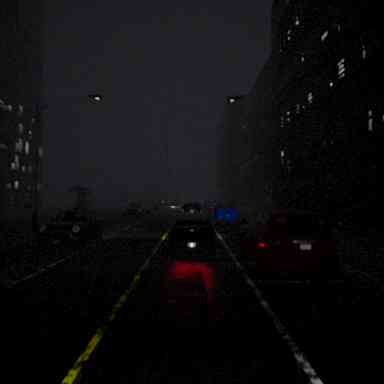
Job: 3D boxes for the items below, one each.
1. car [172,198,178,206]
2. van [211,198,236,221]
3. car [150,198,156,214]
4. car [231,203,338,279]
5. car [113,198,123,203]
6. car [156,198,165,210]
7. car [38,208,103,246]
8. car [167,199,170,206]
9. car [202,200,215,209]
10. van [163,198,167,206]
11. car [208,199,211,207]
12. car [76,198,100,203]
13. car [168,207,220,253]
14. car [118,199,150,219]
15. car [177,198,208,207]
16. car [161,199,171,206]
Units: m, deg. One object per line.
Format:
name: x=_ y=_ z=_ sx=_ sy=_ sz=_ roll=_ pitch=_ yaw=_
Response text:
car: x=-2.992 y=1.948 z=68.052 sx=2.097 sy=1.767 sz=4.553 roll=0 pitch=0 yaw=0
van: x=2.708 y=1.594 z=27.245 sx=1.690 sy=1.788 sz=3.998 roll=1 pitch=-1 yaw=0
car: x=-5.638 y=1.792 z=38.506 sx=1.967 sy=1.590 sz=4.097 roll=1 pitch=0 yaw=0
car: x=2.705 y=1.413 z=10.307 sx=2.192 sy=1.841 sz=5.009 roll=1 pitch=-1 yaw=0
car: x=-19.701 y=2.482 z=92.693 sx=4.403 sy=1.369 sz=2.008 roll=0 pitch=-1 yaw=1
car: x=-5.638 y=1.992 z=49.796 sx=1.887 sy=1.381 sz=4.507 roll=1 pitch=0 yaw=0
car: x=-5.679 y=1.590 z=15.923 sx=1.967 sy=1.590 sz=4.097 roll=1 pitch=-1 yaw=0
car: x=-5.633 y=2.023 z=66.734 sx=1.967 sy=1.590 sz=4.097 roll=1 pitch=0 yaw=0
car: x=2.711 y=2.059 z=55.473 sx=1.947 sy=1.339 sz=4.313 roll=1 pitch=0 yaw=0
van: x=-5.634 y=1.834 z=55.443 sx=1.690 sy=1.788 sz=3.998 roll=1 pitch=0 yaw=0
car: x=2.708 y=1.897 z=38.537 sx=1.887 sy=1.381 sz=4.507 roll=1 pitch=0 yaw=0
car: x=-26.362 y=2.210 z=84.150 sx=4.097 sy=1.590 sz=1.967 roll=0 pitch=-1 yaw=1
car: x=0.007 y=1.644 z=14.322 sx=1.837 sy=1.490 sz=4.892 roll=0 pitch=0 yaw=0
car: x=-5.646 y=1.743 z=32.860 sx=1.967 sy=1.590 sz=4.097 roll=1 pitch=-1 yaw=0
car: x=0.008 y=1.620 z=29.091 sx=2.097 sy=1.767 sz=4.553 roll=0 pitch=-1 yaw=0
car: x=-5.633 y=2.173 z=72.379 sx=1.887 sy=1.381 sz=4.507 roll=1 pitch=0 yaw=0
